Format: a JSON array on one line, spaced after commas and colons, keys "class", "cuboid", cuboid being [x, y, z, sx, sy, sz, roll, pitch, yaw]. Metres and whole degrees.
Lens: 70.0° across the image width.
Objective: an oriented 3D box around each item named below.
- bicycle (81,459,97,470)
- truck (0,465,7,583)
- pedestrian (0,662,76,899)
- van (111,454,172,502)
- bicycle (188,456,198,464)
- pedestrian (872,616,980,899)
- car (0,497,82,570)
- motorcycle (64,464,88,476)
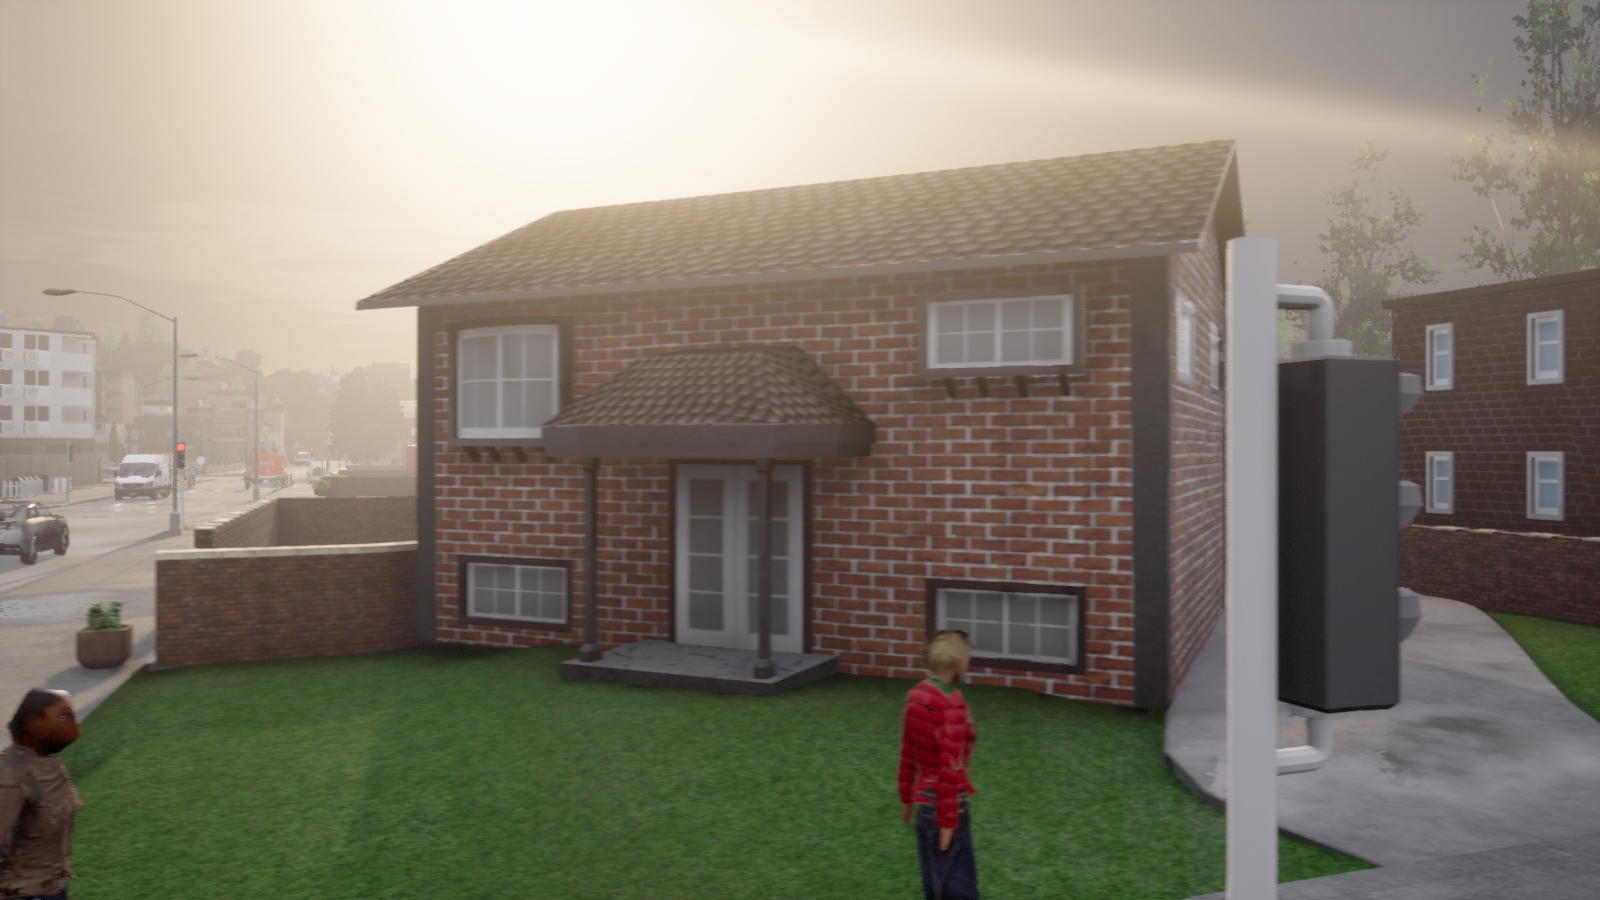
[{"class": "bicycle", "cuboid": [-98.935, 2.012, 159.013, 1.835, 1.471, 0.329, 0, 0, -20]}, {"class": "truck", "cuboid": [-17.242, 1.557, 21.445, 2.627, 2.467, 5.204, 0, 0, -20]}, {"class": "pedestrian", "cuboid": [-2.913, 1.745, 4.165, 0.375, 1.860, 0.375, 0, 0, -17]}, {"class": "van", "cuboid": [-37.299, 1.519, 64.884, 1.988, 2.561, 5.915, 0, 0, -20]}, {"class": "bicycle", "cuboid": [-117.783, 2.013, 221.789, 1.643, 1.496, 0.373, 0, 0, -20]}, {"class": "pedestrian", "cuboid": [0.589, 1.749, 5.390, 0.375, 1.860, 0.375, 0, 0, -21]}, {"class": "car", "cuboid": [-19.913, 2.037, 28.755, 2.128, 1.511, 4.902, 0, 0, -20]}, {"class": "motorcycle", "cuboid": [-77.354, 2.148, 122.002, 2.033, 1.199, 0.803, 0, 0, -20]}]
